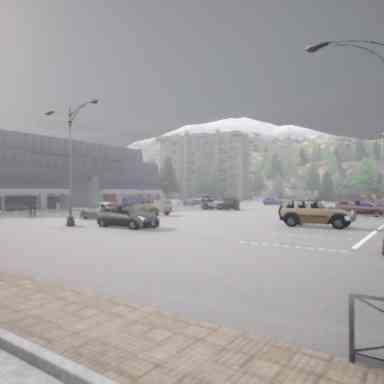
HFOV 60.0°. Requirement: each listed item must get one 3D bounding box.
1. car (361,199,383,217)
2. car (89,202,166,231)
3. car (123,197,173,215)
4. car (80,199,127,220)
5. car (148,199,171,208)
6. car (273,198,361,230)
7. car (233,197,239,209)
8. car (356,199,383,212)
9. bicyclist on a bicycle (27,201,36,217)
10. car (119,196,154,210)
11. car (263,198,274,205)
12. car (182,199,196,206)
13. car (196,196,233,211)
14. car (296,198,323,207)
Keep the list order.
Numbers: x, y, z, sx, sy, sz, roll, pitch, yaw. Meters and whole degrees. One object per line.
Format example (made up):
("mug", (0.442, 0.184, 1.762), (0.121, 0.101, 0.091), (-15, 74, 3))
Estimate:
("car", (15.763, 1.538, 31.132), (4.514, 1.523, 2.007), (-1, 0, 35))
("car", (-4.204, 1.635, 21.512), (4.514, 1.523, 2.007), (-1, 0, 35))
("car", (-4.387, 1.559, 34.000), (5.027, 1.636, 2.152), (-1, 0, 35))
("car", (-7.835, 1.634, 28.578), (3.806, 1.475, 1.970), (-1, 0, 35))
("car", (-6.064, 2.118, 62.167), (1.994, 1.385, 4.181), (-1, 0, 36))
("car", (7.975, 1.343, 21.384), (4.605, 1.855, 1.932), (-1, 0, 35))
("car", (4.358, 1.507, 47.045), (4.605, 1.855, 1.932), (-1, 0, 35))
("car", (21.579, 1.559, 39.259), (3.633, 1.501, 1.845), (-1, 0, 35))
("bicyclist on a bicycle", (-16.673, 1.784, 34.449), (1.656, 1.620, 0.582), (-1, -1, 35))
("car", (-8.645, 1.737, 52.477), (2.150, 2.045, 5.566), (-1, 0, 35))
("car", (15.223, 1.783, 62.123), (3.633, 1.501, 1.845), (-1, 0, 35))
("car", (-0.051, 2.047, 64.588), (1.812, 1.442, 4.674), (-1, 0, 35))
("car", (3.014, 1.483, 44.437), (3.866, 1.878, 1.905), (-1, 0, 35))
("car", (19.552, 1.726, 55.399), (3.806, 1.475, 1.970), (-1, 0, 35))
